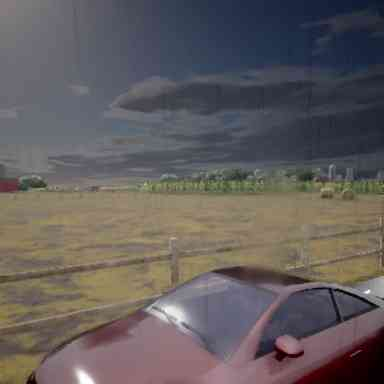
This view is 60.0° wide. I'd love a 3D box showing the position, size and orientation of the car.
[{"bbox_3d":[0.564,1.564,3.473,4.181,1.385,1.994,0,0,-35],"label":"car"}]
